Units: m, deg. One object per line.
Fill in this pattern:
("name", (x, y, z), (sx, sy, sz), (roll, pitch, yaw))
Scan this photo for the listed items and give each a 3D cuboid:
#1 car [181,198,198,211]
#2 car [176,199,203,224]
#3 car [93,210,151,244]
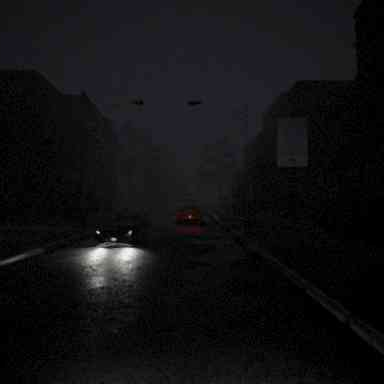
("car", (-0.350, 1.530, 41.655), (1.994, 1.385, 4.181), (0, 1, -1))
("car", (-0.165, 1.538, 25.105), (1.882, 1.535, 5.008), (0, 0, -1))
("car", (-3.195, 1.588, 16.444), (2.033, 1.411, 5.357), (0, 0, 1))
